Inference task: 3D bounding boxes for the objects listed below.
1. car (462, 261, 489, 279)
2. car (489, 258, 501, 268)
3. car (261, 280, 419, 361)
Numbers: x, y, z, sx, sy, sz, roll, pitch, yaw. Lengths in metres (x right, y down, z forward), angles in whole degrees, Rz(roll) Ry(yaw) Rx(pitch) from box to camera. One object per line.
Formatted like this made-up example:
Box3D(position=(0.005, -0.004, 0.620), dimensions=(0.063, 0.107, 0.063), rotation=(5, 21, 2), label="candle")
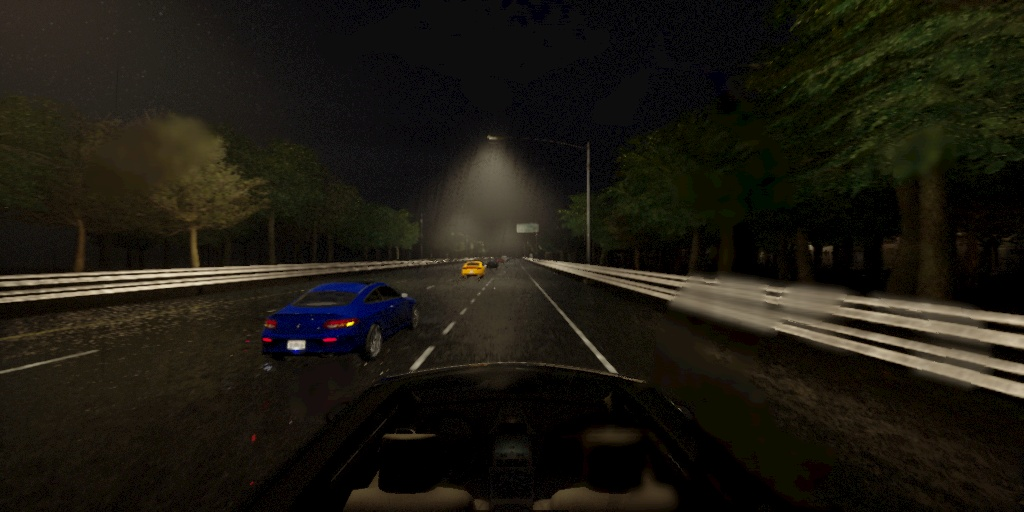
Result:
Box3D(position=(-3.460, 1.247, 33.300), dimensions=(1.882, 1.535, 5.008), rotation=(0, 0, 0), label="car")
Box3D(position=(-3.334, 1.360, 61.278), dimensions=(1.994, 1.385, 4.181), rotation=(0, 0, 0), label="car")
Box3D(position=(-3.500, 1.277, 8.129), dimensions=(1.812, 1.442, 4.674), rotation=(0, 0, 0), label="car")
